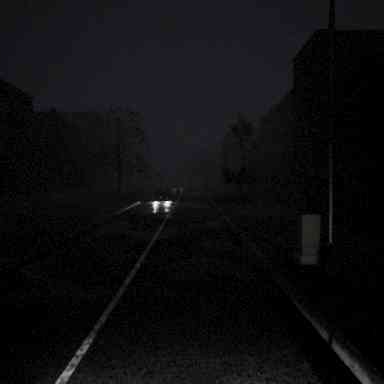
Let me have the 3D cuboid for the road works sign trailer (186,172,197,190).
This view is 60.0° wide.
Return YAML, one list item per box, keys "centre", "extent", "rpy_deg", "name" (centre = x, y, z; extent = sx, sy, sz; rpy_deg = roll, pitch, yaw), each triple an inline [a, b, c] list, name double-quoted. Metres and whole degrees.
- centre: [-0.087, -2.325, 68.278]
  extent: [2.380, 3.560, 2.880]
  rpy_deg: [0, 3, 0]
  name: "road works sign trailer"

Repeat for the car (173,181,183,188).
- centre: [-3.153, -1.696, 75.661]
  extent: [1.837, 1.490, 4.892]
  rpy_deg: [0, 3, 0]
  name: "car"

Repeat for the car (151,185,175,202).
- centre: [-3.143, 0.239, 35.262]
  extent: [1.994, 1.385, 4.181]
  rpy_deg: [0, 3, 0]
  name: "car"
